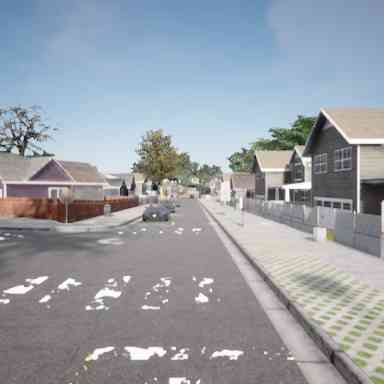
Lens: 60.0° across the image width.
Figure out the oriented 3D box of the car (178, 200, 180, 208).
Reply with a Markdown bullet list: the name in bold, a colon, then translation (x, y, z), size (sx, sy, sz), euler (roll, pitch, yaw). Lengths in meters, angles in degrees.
- **car**: translation (-2.838, 1.682, 51.533), size (2.033, 1.411, 5.357), euler (0, 0, 0)

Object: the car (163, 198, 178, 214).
- **car**: translation (-2.848, 1.587, 37.427), size (1.837, 1.490, 4.892), euler (0, 0, 0)

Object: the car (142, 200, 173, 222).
- **car**: translation (-2.854, 1.614, 27.096), size (1.994, 1.385, 4.181), euler (0, 0, -1)
